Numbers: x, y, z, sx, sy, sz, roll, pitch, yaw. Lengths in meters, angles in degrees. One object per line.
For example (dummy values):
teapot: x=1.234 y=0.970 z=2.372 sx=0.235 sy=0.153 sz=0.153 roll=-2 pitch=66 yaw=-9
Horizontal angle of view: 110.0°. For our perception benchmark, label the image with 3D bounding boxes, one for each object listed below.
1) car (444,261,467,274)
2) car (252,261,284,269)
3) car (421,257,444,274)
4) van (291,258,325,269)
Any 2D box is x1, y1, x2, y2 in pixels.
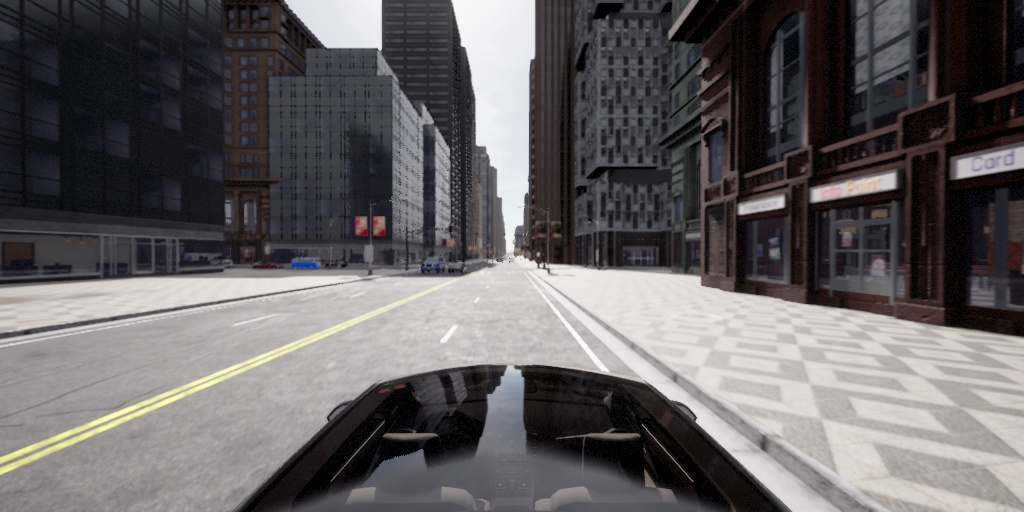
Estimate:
car: x=-6.532 y=1.374 z=43.364 sx=1.837 sy=1.490 sz=4.892 roll=0 pitch=-1 yaw=0
car: x=-36.214 y=1.382 z=53.313 sx=4.207 sy=1.307 sz=1.802 roll=0 pitch=0 yaw=0
car: x=-9.767 y=1.089 z=44.855 sx=2.150 sy=2.045 sz=5.566 roll=0 pitch=0 yaw=0
van: x=-30.565 y=1.171 z=53.309 sx=3.998 sy=1.789 sz=1.690 roll=0 pitch=0 yaw=0
